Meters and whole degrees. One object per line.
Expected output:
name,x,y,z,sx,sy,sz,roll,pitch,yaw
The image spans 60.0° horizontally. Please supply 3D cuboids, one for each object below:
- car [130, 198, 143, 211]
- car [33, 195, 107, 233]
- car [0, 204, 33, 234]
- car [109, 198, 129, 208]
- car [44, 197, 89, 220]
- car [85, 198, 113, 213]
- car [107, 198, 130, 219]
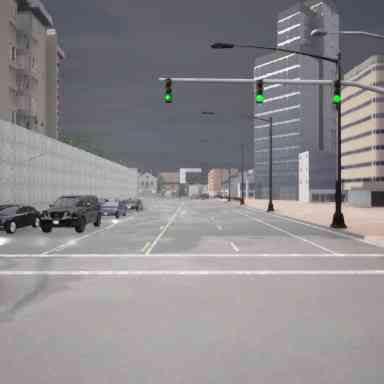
car,-7.126,1.508,40.137,2.128,1.511,4.902,0,0,0
car,-7.114,1.230,20.154,2.150,2.045,5.566,0,0,0
car,-10.618,1.513,19.521,1.837,1.490,4.892,0,0,0
car,-10.599,1.621,48.467,1.895,1.301,4.718,0,0,0
car,-10.625,1.364,28.589,2.097,1.767,4.553,0,0,0
car,-10.628,1.520,38.406,1.837,1.490,4.892,0,0,0
car,-7.125,1.538,29.795,1.812,1.442,4.674,0,0,0
